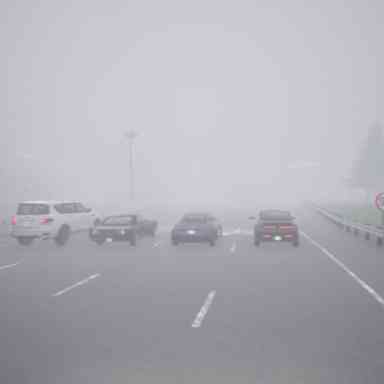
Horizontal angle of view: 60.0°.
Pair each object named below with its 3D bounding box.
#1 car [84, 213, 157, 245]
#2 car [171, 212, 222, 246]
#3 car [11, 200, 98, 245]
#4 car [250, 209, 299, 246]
[{"bbox_3d":[-3.159,1.762,16.432,1.895,1.301,4.718,-1,0,10],"label":"car"},{"bbox_3d":[0.317,1.667,16.011,1.994,1.385,4.181,-1,0,10],"label":"car"},{"bbox_3d":[-6.626,1.436,16.953,2.150,2.045,5.566,-1,0,10],"label":"car"},{"bbox_3d":[3.768,1.551,15.418,1.837,1.490,4.892,-1,0,10],"label":"car"}]
